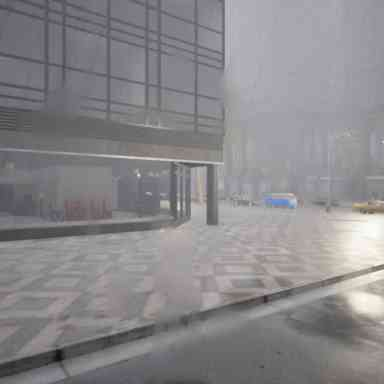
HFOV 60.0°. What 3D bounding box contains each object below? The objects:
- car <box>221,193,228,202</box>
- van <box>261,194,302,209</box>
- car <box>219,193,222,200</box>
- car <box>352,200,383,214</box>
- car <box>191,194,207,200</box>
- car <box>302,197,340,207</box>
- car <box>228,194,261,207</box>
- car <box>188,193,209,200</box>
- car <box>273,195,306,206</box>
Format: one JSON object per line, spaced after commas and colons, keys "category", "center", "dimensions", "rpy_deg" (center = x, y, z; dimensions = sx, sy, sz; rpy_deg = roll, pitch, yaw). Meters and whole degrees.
{"category": "car", "center": [7.793, 1.072, 58.151], "dimensions": [2.008, 1.369, 4.403], "rpy_deg": [1, 0, -35]}
{"category": "van", "center": [10.541, 1.090, 39.455], "dimensions": [1.690, 1.788, 3.998], "rpy_deg": [1, 0, -35]}
{"category": "car", "center": [4.558, 0.879, 62.742], "dimensions": [1.967, 1.590, 4.097], "rpy_deg": [1, 0, -35]}
{"category": "car", "center": [17.112, 1.397, 30.129], "dimensions": [1.752, 1.417, 4.829], "rpy_deg": [1, 0, -35]}
{"category": "car", "center": [0.927, 1.050, 53.095], "dimensions": [1.752, 1.417, 4.829], "rpy_deg": [1, 0, -35]}
{"category": "car", "center": [17.502, 1.314, 44.375], "dimensions": [1.947, 1.339, 4.313], "rpy_deg": [1, 0, -35]}
{"category": "car", "center": [7.303, 1.229, 44.047], "dimensions": [2.008, 1.369, 4.403], "rpy_deg": [1, 0, -35]}
{"category": "car", "center": [1.320, 0.909, 67.333], "dimensions": [2.008, 1.369, 4.403], "rpy_deg": [1, 0, -35]}
{"category": "car", "center": [14.267, 1.222, 48.965], "dimensions": [1.887, 1.381, 4.507], "rpy_deg": [1, 0, -35]}
